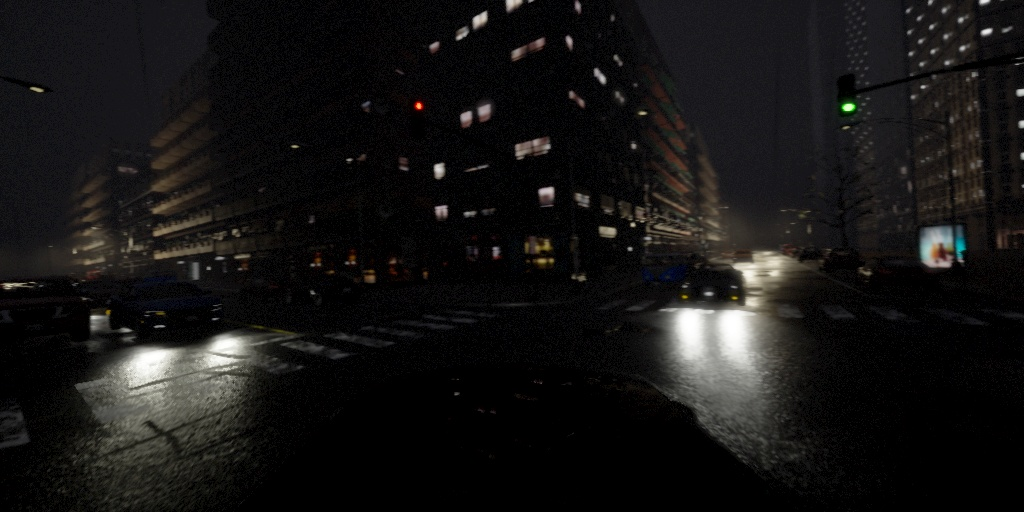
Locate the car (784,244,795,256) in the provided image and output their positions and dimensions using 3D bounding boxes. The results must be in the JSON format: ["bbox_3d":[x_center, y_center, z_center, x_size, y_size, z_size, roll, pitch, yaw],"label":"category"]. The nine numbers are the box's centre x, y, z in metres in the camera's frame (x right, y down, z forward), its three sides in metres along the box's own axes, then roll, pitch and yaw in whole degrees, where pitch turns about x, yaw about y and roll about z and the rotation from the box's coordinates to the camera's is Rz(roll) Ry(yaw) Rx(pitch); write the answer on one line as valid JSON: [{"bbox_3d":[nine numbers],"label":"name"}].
[{"bbox_3d":[40.023,-0.527,50.557,1.888,1.381,4.507,0,0,35],"label":"car"}]

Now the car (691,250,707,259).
[{"bbox_3d":[11.227,0.575,23.422,2.192,1.841,5.009,0,0,35],"label":"car"}]

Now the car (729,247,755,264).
[{"bbox_3d":[25.300,0.066,39.227,1.882,1.535,5.008,-3,0,35],"label":"car"}]

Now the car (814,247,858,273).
[{"bbox_3d":[21.252,0.200,23.228,1.967,1.591,4.097,0,0,35],"label":"car"}]

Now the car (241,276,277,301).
[{"bbox_3d":[-13.631,1.773,20.207,4.207,1.307,1.802,0,0,34],"label":"car"}]

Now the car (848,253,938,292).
[{"bbox_3d":[14.995,0.624,14.117,1.802,1.307,4.207,0,0,35],"label":"car"}]

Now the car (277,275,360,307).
[{"bbox_3d":[-9.020,1.598,17.084,4.313,1.339,1.948,0,0,34],"label":"car"}]

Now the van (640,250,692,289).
[{"bbox_3d":[8.098,0.742,18.866,1.690,1.789,3.998,0,0,35],"label":"van"}]

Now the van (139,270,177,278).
[{"bbox_3d":[-32.075,2.172,32.699,3.998,1.789,1.690,0,0,34],"label":"van"}]

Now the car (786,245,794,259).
[{"bbox_3d":[36.894,-0.384,46.002,2.007,1.370,4.403,0,0,35],"label":"car"}]

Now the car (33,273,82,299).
[{"bbox_3d":[-36.222,2.315,28.565,4.553,1.767,2.097,-2,0,35],"label":"car"}]

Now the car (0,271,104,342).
[{"bbox_3d":[-13.749,1.495,10.166,5.009,1.841,2.192,0,0,34],"label":"car"}]

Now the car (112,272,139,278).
[{"bbox_3d":[-41.295,2.696,38.944,4.507,1.381,1.888,0,0,34],"label":"car"}]

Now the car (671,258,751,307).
[{"bbox_3d":[7.485,0.980,13.279,1.994,1.385,4.181,-3,0,35],"label":"car"}]

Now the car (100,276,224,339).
[{"bbox_3d":[-11.208,1.574,11.559,5.008,1.535,1.882,-2,0,33],"label":"car"}]

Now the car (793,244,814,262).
[{"bbox_3d":[30.637,-0.219,36.892,1.967,1.591,4.097,0,0,35],"label":"car"}]

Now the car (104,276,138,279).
[{"bbox_3d":[-20.547,1.946,17.899,4.674,1.442,1.812,-2,0,34],"label":"car"}]
